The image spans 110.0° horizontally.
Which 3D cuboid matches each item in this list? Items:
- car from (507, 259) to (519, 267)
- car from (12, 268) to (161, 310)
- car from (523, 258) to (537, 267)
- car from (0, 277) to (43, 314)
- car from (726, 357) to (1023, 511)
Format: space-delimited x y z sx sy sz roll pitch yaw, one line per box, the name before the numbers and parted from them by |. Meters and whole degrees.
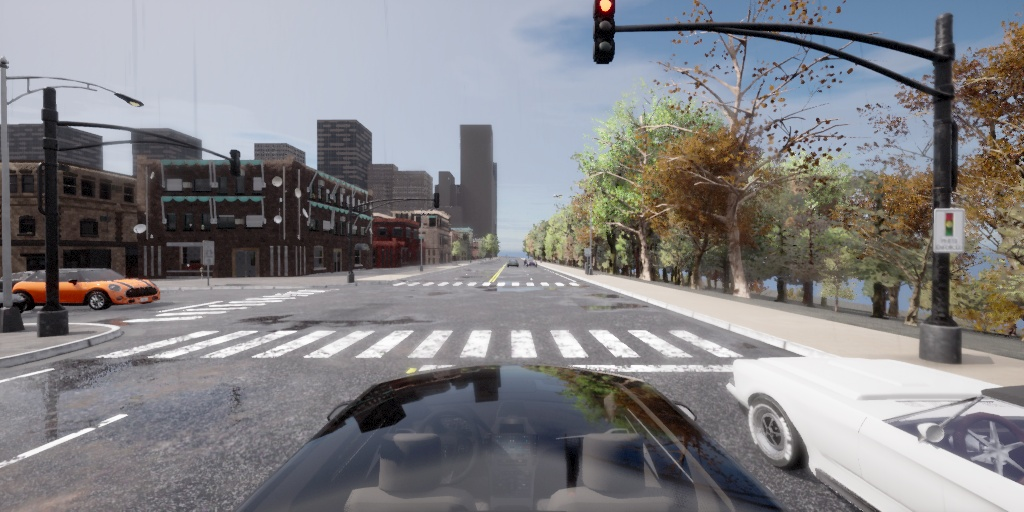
car | 0.160 1.291 63.407 1.994 1.385 4.181 0 0 1
car | -17.965 1.301 15.284 4.553 1.767 2.097 -1 1 -1
car | 3.422 1.327 63.685 1.895 1.301 4.718 0 0 0
car | -19.935 1.565 12.549 4.313 1.339 1.948 0 0 0
car | 3.350 1.351 1.900 1.895 1.301 4.718 0 0 0
